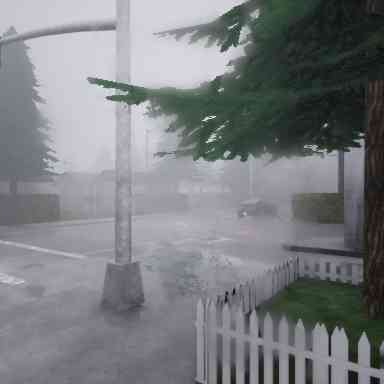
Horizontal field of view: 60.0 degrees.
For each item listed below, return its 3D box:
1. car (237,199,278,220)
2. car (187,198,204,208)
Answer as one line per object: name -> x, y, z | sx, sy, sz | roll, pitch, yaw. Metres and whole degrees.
car -> 5.289, 1.312, 26.420 | 1.837, 1.490, 4.892 | 0, 0, 35
car -> -0.464, 1.564, 45.773 | 4.181, 1.385, 1.994 | 0, 0, 36
